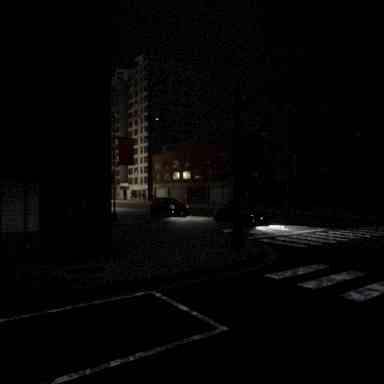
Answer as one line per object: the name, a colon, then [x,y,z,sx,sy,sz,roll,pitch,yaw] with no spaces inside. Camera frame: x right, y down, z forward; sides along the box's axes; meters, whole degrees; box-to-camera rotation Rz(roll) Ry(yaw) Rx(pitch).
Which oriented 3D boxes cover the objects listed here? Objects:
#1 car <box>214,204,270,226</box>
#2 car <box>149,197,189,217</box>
car: [3.413,1.538,23.374,1.994,1.385,4.181,0,0,-35]
car: [-2.183,1.314,31.242,2.097,1.767,4.553,0,0,-35]
